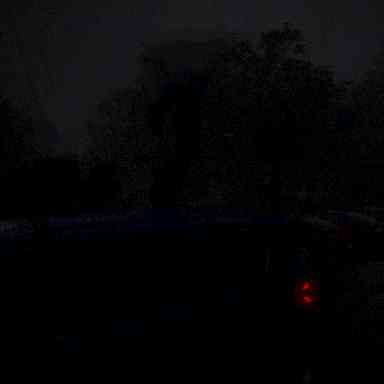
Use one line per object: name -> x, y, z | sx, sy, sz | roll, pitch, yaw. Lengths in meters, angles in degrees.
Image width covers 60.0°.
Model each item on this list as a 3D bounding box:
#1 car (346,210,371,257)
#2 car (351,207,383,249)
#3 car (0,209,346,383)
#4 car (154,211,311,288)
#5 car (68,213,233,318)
car -> 3.271, 1.461, 11.936 | 2.097, 1.535, 5.008 | 0, 0, -36
car -> 5.566, 1.456, 13.580 | 2.097, 1.535, 5.008 | 0, 0, -36
car -> -1.294, 1.221, 2.765 | 5.566, 2.045, 2.150 | 0, 0, -36
car -> 0.955, 1.497, 10.319 | 2.163, 1.488, 4.792 | 0, 0, -36
car -> -1.427, 1.473, 8.582 | 2.097, 1.535, 5.008 | 0, 0, -36
